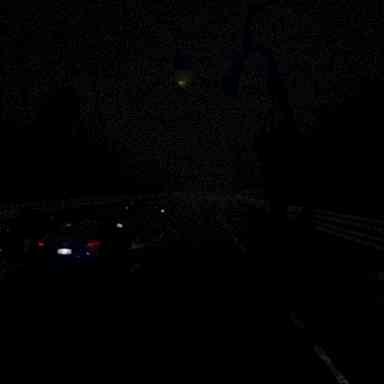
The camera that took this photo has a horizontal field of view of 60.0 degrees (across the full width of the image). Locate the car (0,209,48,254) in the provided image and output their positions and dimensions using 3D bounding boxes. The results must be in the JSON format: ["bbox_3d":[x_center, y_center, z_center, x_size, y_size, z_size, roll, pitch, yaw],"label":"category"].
[{"bbox_3d":[-6.709,1.394,13.079,1.882,1.535,5.008,0,0,1],"label":"car"}]

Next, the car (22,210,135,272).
[{"bbox_3d":[-3.259,1.497,10.608,1.994,1.385,4.181,0,0,1],"label":"car"}]

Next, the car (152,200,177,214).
[{"bbox_3d":[-2.492,1.383,31.874,1.895,1.301,4.718,0,0,3],"label":"car"}]

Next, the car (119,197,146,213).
[{"bbox_3d":[-5.908,1.261,33.391,2.128,1.511,4.902,0,0,3],"label":"car"}]
